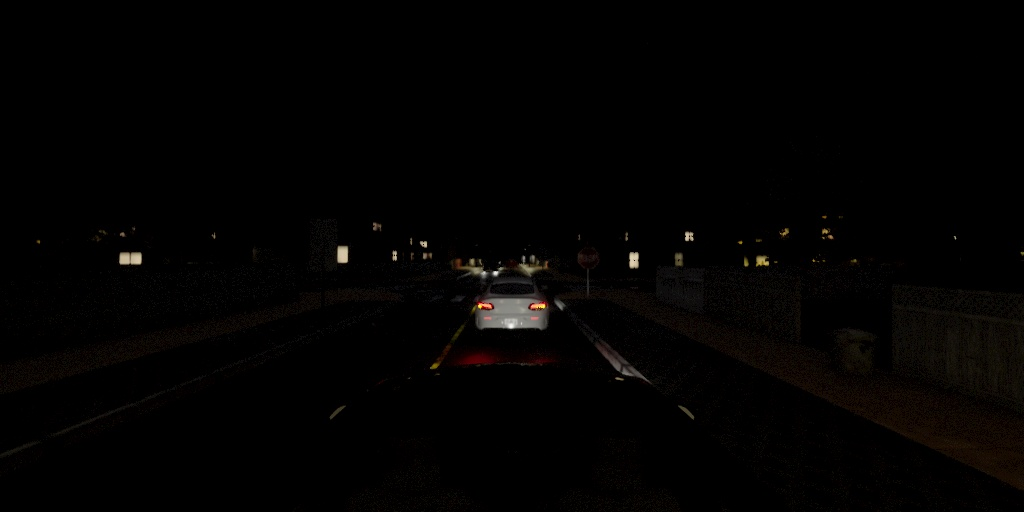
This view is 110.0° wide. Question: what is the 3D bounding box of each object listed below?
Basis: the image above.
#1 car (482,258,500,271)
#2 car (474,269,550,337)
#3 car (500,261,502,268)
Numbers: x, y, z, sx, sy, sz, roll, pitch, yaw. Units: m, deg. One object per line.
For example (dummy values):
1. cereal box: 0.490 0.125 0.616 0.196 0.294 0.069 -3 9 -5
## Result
1. car: -2.929 1.306 48.300 1.837 1.490 4.892 0 0 0
2. car: 0.042 1.269 10.111 1.812 1.442 4.674 0 0 2
3. car: -2.915 1.226 64.747 2.097 1.767 4.553 0 0 0
